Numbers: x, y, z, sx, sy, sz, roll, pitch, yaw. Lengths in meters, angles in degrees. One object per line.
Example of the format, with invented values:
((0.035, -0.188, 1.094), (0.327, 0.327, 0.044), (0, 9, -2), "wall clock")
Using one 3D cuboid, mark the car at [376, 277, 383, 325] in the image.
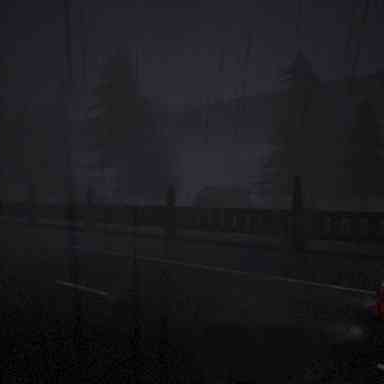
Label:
((5.160, 1.347, 4.611), (4.553, 1.767, 2.097), (0, 0, 35), "car")
